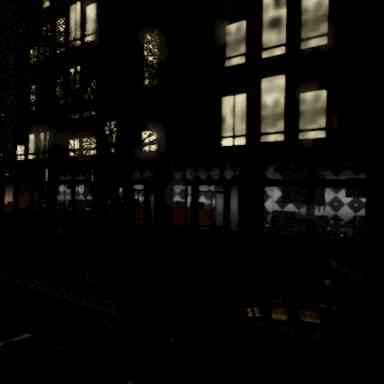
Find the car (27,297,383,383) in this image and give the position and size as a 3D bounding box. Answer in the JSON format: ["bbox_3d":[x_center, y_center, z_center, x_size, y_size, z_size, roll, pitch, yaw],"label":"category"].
[{"bbox_3d":[0.542,1.545,2.472,4.507,1.381,1.887,0,1,36],"label":"car"}]
